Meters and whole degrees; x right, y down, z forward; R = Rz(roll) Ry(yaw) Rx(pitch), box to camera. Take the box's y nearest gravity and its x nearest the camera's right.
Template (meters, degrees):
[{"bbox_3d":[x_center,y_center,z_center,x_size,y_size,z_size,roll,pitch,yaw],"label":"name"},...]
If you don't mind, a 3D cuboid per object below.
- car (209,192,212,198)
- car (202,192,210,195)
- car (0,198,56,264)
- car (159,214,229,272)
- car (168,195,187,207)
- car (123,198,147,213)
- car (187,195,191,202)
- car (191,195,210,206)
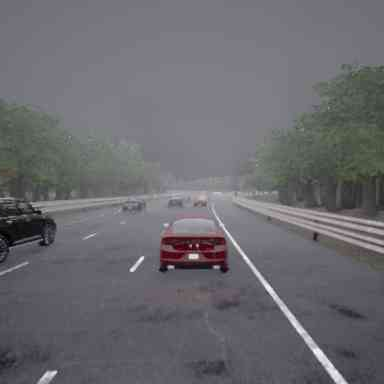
[{"bbox_3d":[3.040,1.268,77.371,1.837,1.490,4.892,0,0,4],"label":"car"},{"bbox_3d":[2.007,1.325,62.459,1.882,1.535,5.008,0,0,4],"label":"car"},{"bbox_3d":[-6.870,1.200,11.755,2.150,2.045,5.566,0,0,1],"label":"car"},{"bbox_3d":[0.071,1.463,10.809,1.882,1.535,5.008,0,0,1],"label":"car"},{"bbox_3d":[-2.226,1.375,47.783,1.882,1.535,5.008,0,0,3],"label":"car"},{"bbox_3d":[-6.233,1.414,36.527,2.128,1.511,4.902,0,0,2],"label":"car"},{"bbox_3d":[-1.066,1.306,67.530,2.128,1.511,4.902,0,0,4],"label":"car"},{"bbox_3d":[1.320,1.493,50.641,1.895,1.301,4.718,0,0,3],"label":"car"}]
